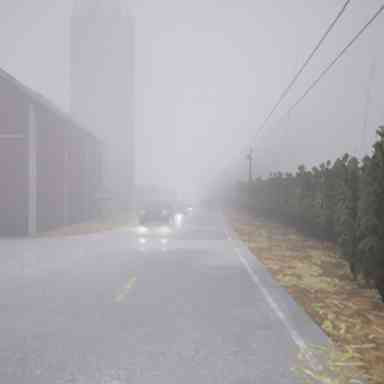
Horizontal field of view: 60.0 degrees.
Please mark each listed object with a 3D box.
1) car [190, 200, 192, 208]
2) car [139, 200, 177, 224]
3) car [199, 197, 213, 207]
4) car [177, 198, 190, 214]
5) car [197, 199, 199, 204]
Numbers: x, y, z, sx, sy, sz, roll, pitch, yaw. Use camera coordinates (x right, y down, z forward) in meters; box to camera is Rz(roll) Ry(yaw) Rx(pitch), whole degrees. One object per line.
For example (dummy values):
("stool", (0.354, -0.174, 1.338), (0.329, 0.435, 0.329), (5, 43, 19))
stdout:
("car", (-0.927, 1.748, 52.107), (1.812, 1.442, 4.674), (0, 0, 3))
("car", (-2.604, 1.461, 25.453), (2.097, 1.767, 4.553), (0, 0, 3))
("car", (2.566, 1.720, 56.700), (1.882, 1.535, 5.008), (0, -1, 1))
("car", (-1.829, 1.654, 38.026), (2.128, 1.511, 4.902), (0, 0, 4))
("car", (2.204, 1.788, 69.568), (2.128, 1.511, 4.902), (0, 0, -4))
